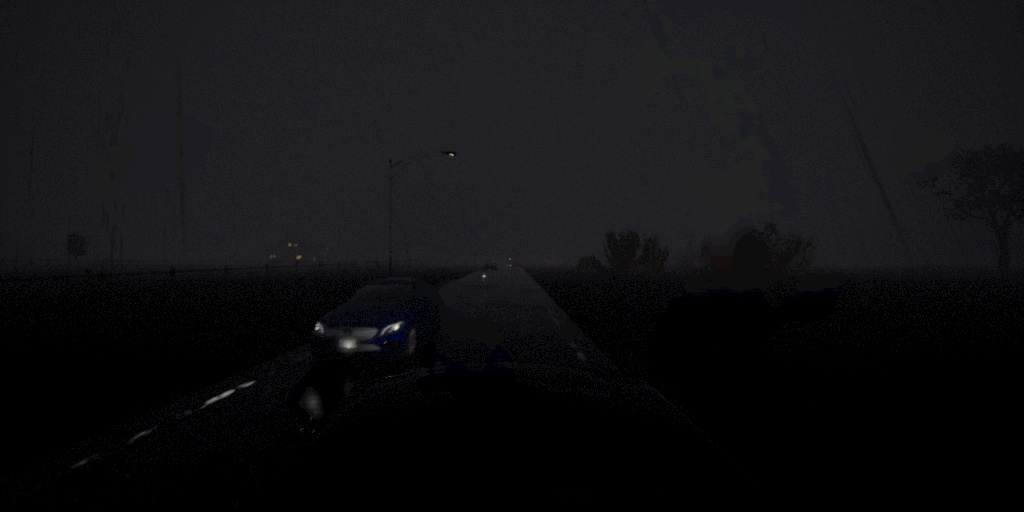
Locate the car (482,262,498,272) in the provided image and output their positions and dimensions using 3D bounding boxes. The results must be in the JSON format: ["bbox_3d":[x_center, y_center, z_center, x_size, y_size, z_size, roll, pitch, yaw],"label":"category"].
[{"bbox_3d":[-2.840,1.382,46.870,1.895,1.301,4.718,0,0,0],"label":"car"}]

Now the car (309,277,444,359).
[{"bbox_3d":[-2.833,1.273,8.557,1.812,1.442,4.674,0,0,0],"label":"car"}]
